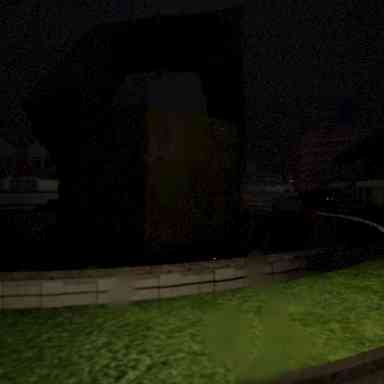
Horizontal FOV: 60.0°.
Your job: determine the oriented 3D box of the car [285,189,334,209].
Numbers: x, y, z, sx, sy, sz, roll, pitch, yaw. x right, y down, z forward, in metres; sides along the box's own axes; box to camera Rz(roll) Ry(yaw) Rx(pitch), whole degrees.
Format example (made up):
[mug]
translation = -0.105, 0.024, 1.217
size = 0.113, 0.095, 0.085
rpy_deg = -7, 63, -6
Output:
[car]
translation = 13.140, 0.788, 36.912
size = 2.150, 2.045, 5.566
rpy_deg = 0, 1, -19
